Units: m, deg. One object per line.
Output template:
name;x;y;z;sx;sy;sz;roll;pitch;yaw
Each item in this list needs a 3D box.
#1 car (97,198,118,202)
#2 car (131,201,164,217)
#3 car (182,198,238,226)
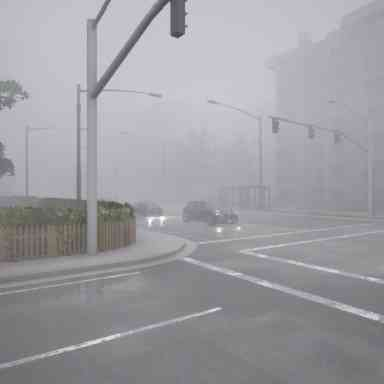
car;-10.342;1.505;40.492;1.837;1.490;4.892;0;0;-34
car;-4.444;1.564;31.929;1.994;1.385;4.181;0;0;-35
car;1.223;1.352;23.747;2.097;1.767;4.553;0;0;-35
